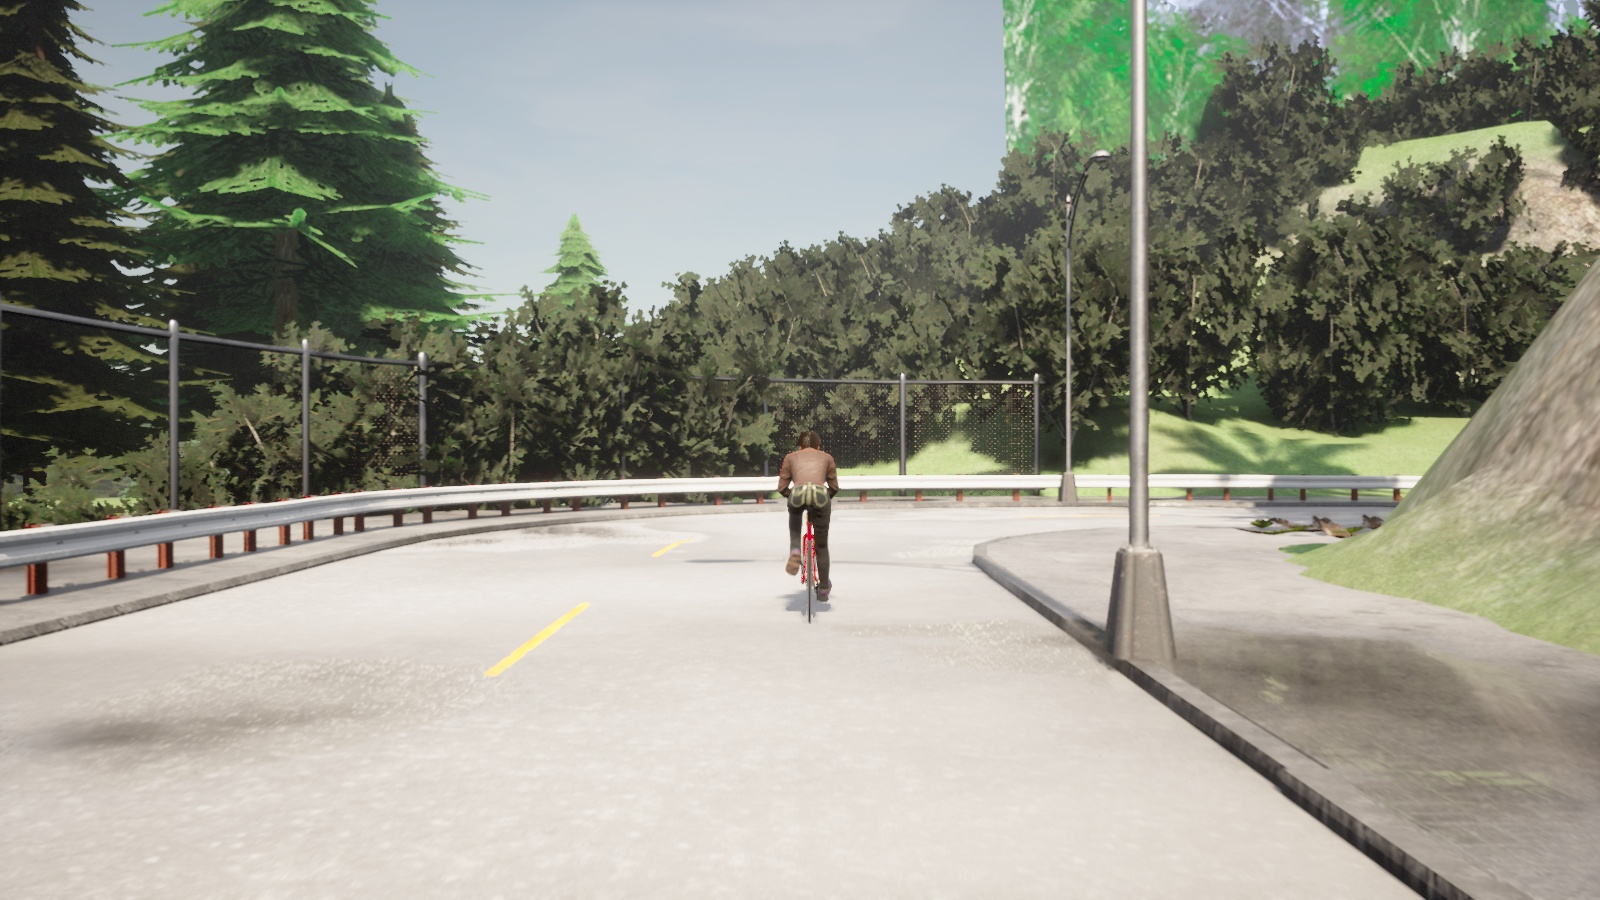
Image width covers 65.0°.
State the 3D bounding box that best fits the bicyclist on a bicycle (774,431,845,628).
[{"bbox_3d":[0.083,0.654,11.163,0.582,1.620,1.656,0,0,0],"label":"bicyclist on a bicycle"}]
